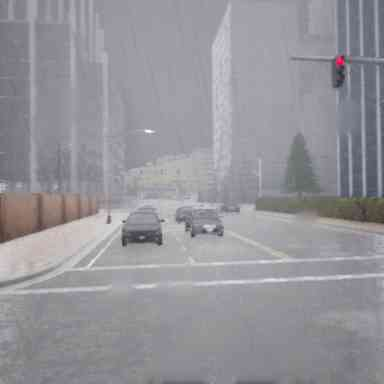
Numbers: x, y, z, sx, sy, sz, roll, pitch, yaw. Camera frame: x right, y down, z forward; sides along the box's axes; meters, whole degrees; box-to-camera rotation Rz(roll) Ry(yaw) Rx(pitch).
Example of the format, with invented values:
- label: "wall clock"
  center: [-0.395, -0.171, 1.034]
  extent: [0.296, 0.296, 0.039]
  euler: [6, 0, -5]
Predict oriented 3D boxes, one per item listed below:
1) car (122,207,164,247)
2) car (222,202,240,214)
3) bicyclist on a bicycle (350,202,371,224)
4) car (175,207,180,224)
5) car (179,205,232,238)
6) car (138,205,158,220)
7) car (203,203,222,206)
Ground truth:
- label: "car"
  center: [-2.507, 1.788, 17.226]
  extent: [1.882, 1.535, 5.008]
  euler: [-1, -1, -7]
- label: "car"
  center: [5.014, 2.092, 44.372]
  extent: [2.128, 1.511, 4.902]
  euler: [-1, -1, -8]
- label: "bicyclist on a bicycle"
  center: [12.249, 1.528, 24.168]
  extent: [1.656, 1.620, 0.582]
  euler: [-1, -1, -7]
- label: "car"
  center: [-0.479, 2.010, 29.796]
  extent: [2.033, 1.411, 5.357]
  euler: [-1, -1, -7]
- label: "car"
  center: [0.669, 1.804, 20.145]
  extent: [2.128, 1.511, 4.902]
  euler: [-1, -1, -7]
- label: "car"
  center: [-4.715, 2.166, 35.995]
  extent: [1.994, 1.385, 4.181]
  euler: [-1, -1, -6]
- label: "car"
  center: [1.942, 2.107, 40.349]
  extent: [1.812, 1.442, 4.674]
  euler: [-1, -1, -7]
